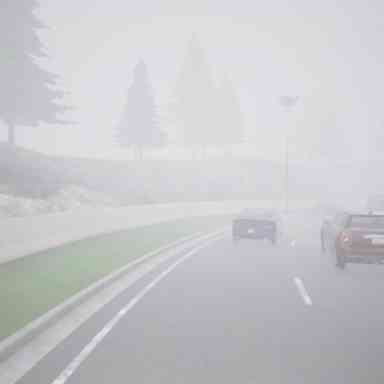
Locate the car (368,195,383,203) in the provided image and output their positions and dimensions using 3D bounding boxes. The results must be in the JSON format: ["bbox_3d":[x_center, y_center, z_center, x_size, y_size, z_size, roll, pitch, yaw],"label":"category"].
[{"bbox_3d":[19.093,1.285,32.621,5.566,2.045,2.150,0,0,-42],"label":"car"}]

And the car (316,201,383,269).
[{"bbox_3d":[5.620,1.367,11.131,2.097,1.767,4.553,1,0,15],"label":"car"}]

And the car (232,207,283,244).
[{"bbox_3d":[3.294,1.465,16.114,1.882,1.535,5.008,0,0,20],"label":"car"}]

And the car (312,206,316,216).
[{"bbox_3d":[13.144,1.586,31.874,1.994,1.385,4.181,0,0,42],"label":"car"}]
